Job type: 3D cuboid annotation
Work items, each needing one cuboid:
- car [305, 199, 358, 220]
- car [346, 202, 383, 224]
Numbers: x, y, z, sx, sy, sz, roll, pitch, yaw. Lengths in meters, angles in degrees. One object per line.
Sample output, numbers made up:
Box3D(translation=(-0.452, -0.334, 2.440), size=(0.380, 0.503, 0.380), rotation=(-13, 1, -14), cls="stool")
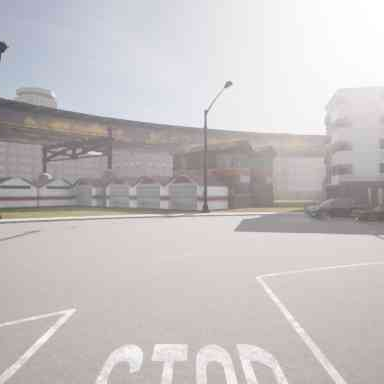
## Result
Box3D(translation=(11.704, 1.351, 27.375), size=(4.553, 1.767, 2.097), rotation=(0, 0, -3), cls="car")
Box3D(translation=(14.131, 1.601, 24.125), size=(4.718, 1.301, 1.895), rotation=(0, 0, -1), cls="car")
